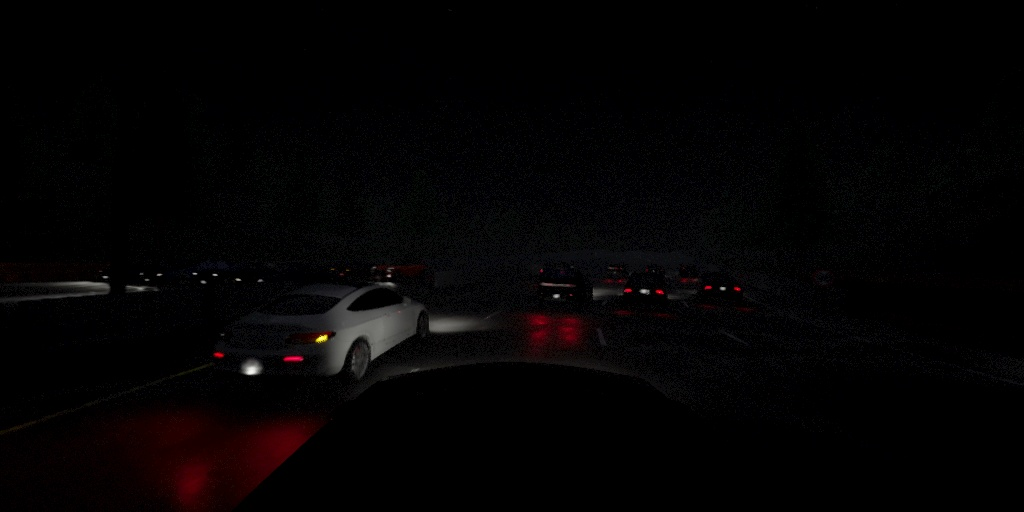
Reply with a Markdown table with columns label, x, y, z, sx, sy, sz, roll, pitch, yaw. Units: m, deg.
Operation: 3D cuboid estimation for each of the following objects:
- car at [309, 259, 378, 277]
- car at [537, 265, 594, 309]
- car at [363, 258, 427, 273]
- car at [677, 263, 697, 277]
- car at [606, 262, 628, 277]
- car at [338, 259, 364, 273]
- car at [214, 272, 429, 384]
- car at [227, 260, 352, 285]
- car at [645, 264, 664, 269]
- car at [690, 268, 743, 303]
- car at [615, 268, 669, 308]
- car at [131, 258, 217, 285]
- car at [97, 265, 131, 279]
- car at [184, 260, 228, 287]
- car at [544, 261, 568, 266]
| label | x | y | z | sx | sy | sz | roll | pitch | yaw |
| --- | --- | --- | --- | --- | --- | --- | --- | --- | --- |
| car | -14.395 | 0.967 | 31.068 | 2.033 | 1.411 | 5.357 | 1 | 0 | 22 |
| car | 2.460 | 1.348 | 15.907 | 2.128 | 1.511 | 4.902 | 1 | 0 | 19 |
| car | -8.475 | 0.928 | 27.065 | 2.097 | 1.767 | 4.553 | 1 | 0 | 23 |
| car | 20.051 | 1.562 | 40.943 | 2.128 | 1.511 | 4.902 | 1 | 1 | 22 |
| car | 11.043 | 1.424 | 37.435 | 2.128 | 1.511 | 4.902 | 1 | 1 | 22 |
| car | -11.776 | 1.093 | 28.250 | 1.895 | 1.301 | 4.718 | 1 | 0 | 22 |
| car | -3.085 | 1.204 | 6.853 | 1.812 | 1.442 | 4.674 | 1 | 0 | 5 |
| car | -11.479 | 1.061 | 19.092 | 2.033 | 1.411 | 5.357 | 1 | 0 | 17 |
| car | 15.220 | 1.571 | 38.397 | 1.994 | 1.385 | 4.181 | 1 | 1 | 22 |
| car | 11.069 | 1.611 | 19.375 | 2.033 | 1.411 | 5.357 | 1 | 0 | 24 |
| car | 6.277 | 1.504 | 16.832 | 2.033 | 1.411 | 5.357 | 1 | 0 | 22 |
| car | -18.165 | 0.890 | 21.160 | 2.033 | 1.411 | 5.357 | 1 | 0 | 17 |
| car | -21.507 | 0.805 | 22.194 | 2.033 | 1.411 | 5.357 | 1 | 0 | 17 |
| car | -14.832 | 1.028 | 20.097 | 1.895 | 1.301 | 4.718 | 1 | 0 | 17 |
| car | 3.731 | 1.200 | 28.773 | 2.097 | 1.767 | 4.553 | 1 | 0 | 22 |
